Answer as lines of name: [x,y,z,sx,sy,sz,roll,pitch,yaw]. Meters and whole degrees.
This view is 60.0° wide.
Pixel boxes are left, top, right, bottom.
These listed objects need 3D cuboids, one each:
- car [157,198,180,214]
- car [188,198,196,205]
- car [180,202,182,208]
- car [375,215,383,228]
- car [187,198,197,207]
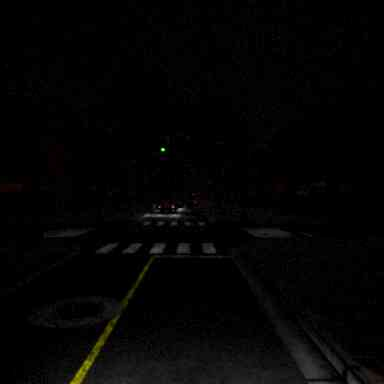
car: [-2.840,1.620,38.663,2.097,1.767,4.553,0,-1,0]
car: [-0.003,2.130,73.273,1.837,1.490,4.892,0,-1,0]
car: [-2.794,2.058,56.752,1.895,1.301,4.718,0,-1,1]
car: [13.956,1.707,21.057,4.403,1.369,2.008,0,0,0]
car: [-0.002,2.060,63.257,1.812,1.442,4.674,0,-1,0]
